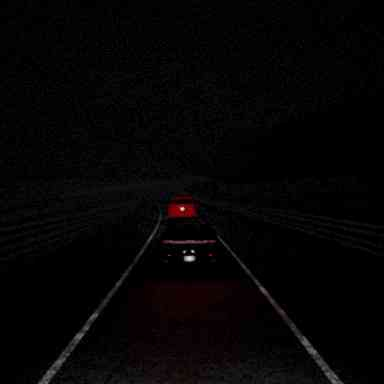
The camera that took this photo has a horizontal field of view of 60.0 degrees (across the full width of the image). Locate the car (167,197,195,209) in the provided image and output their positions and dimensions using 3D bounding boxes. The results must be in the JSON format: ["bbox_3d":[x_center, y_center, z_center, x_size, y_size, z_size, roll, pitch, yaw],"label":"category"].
[{"bbox_3d":[-0.922,1.414,27.893,2.150,2.045,5.566,0,-1,-4],"label":"car"}]

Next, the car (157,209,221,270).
[{"bbox_3d":[-0.128,1.572,11.314,2.128,1.511,4.902,0,0,-1],"label":"car"}]
